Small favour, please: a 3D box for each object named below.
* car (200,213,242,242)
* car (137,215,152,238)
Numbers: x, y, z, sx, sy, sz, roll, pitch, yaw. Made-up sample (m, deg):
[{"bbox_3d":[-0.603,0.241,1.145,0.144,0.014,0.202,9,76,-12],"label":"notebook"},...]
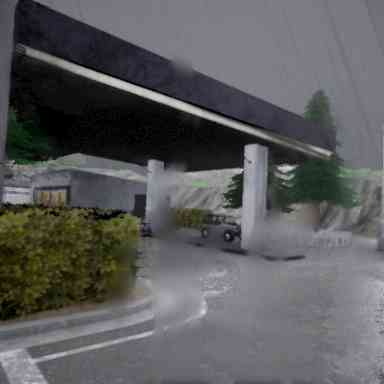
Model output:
[{"bbox_3d":[2.348,2.541,24.039,1.905,1.878,3.866,4,-3,-38],"label":"car"},{"bbox_3d":[-4.784,2.400,23.921,2.242,1.667,4.611,4,-3,-38],"label":"car"}]
